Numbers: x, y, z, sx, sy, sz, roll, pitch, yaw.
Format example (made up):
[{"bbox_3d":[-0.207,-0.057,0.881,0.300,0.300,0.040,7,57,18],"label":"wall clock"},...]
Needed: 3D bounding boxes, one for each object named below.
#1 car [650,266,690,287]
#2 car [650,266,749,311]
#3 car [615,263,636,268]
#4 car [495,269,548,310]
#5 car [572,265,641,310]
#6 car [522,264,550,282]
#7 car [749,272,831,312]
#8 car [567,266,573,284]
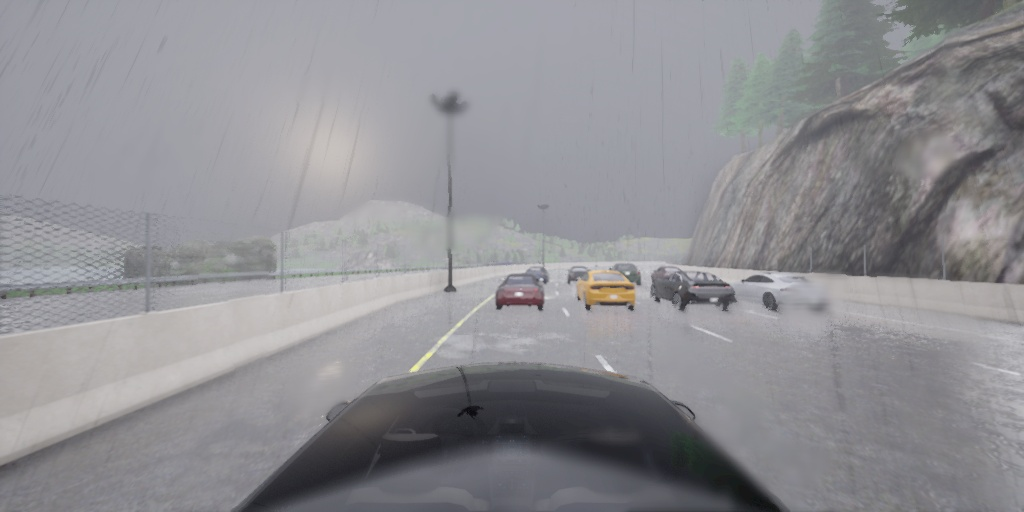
[{"bbox_3d":[12.463,1.539,28.651,1.812,1.442,4.674,0,0,9],"label":"car"},{"bbox_3d":[7.408,1.375,15.213,2.128,1.511,4.902,0,0,4],"label":"car"},{"bbox_3d":[8.952,1.363,28.891,2.097,1.767,4.553,0,-1,9],"label":"car"},{"bbox_3d":[0.424,1.447,15.678,1.994,1.385,4.181,0,-1,4],"label":"car"},{"bbox_3d":[3.936,1.362,15.650,1.882,1.535,5.008,0,0,5],"label":"car"},{"bbox_3d":[2.069,1.585,30.157,1.994,1.385,4.181,0,-1,9],"label":"car"},{"bbox_3d":[10.907,1.409,15.047,1.812,1.442,4.674,0,0,4],"label":"car"},{"bbox_3d":[5.544,1.544,29.711,1.812,1.442,4.674,0,0,9],"label":"car"}]
